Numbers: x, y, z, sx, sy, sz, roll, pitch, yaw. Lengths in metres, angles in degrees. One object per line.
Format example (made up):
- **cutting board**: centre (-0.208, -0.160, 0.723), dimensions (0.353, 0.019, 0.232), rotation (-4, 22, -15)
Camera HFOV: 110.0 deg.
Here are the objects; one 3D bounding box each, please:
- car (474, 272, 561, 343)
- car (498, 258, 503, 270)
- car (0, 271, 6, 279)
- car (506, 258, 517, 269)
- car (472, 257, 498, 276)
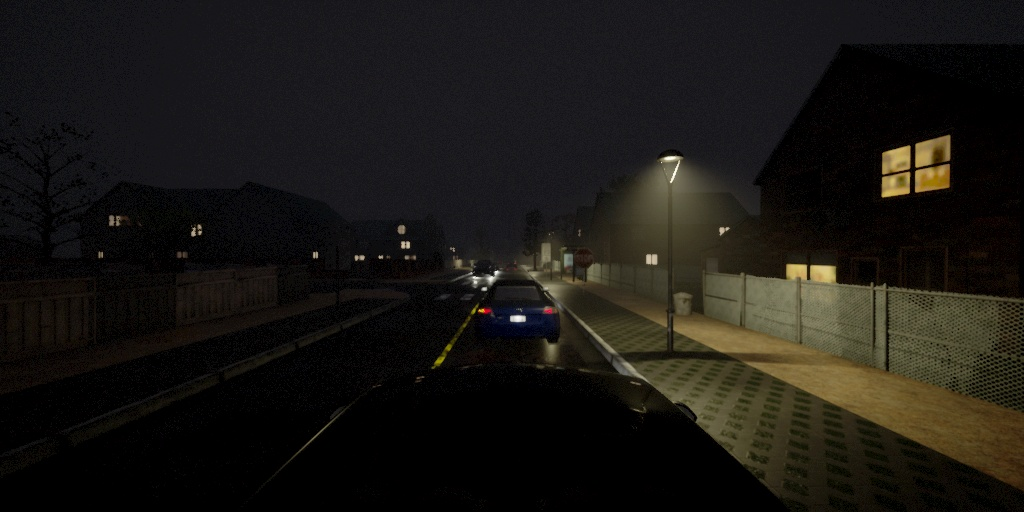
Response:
- **car**: centre (0.093, 1.314, 9.671), dimensions (1.994, 1.385, 4.181), rotation (0, 0, -1)
- **car**: centre (-2.889, 1.389, 53.207), dimensions (2.128, 1.511, 4.902), rotation (0, 0, 0)
- **car**: centre (-33.175, 1.209, 21.547), dimensions (4.892, 1.490, 1.837), rotation (0, 1, -1)
- **car**: centre (-0.062, 1.499, 63.984), dimensions (1.812, 1.442, 4.674), rotation (0, 0, 0)
- **car**: centre (-2.882, 1.161, 37.319), dimensions (2.097, 1.767, 4.553), rotation (0, 0, 0)
